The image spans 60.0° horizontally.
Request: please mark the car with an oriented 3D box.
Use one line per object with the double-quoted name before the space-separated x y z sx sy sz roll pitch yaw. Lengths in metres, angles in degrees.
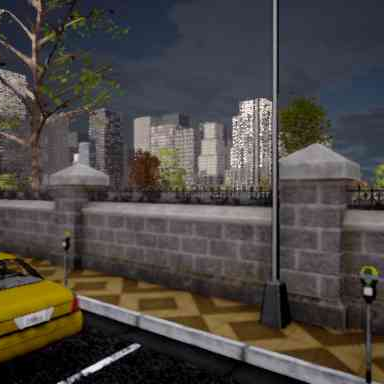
"car" -3.817 1.520 5.428 4.829 1.417 1.752 0 0 35
